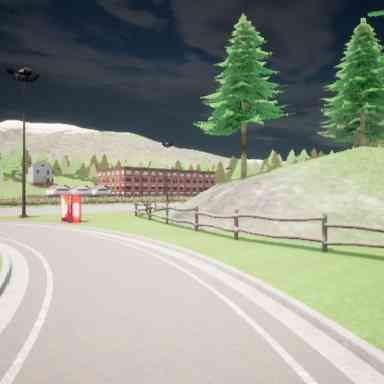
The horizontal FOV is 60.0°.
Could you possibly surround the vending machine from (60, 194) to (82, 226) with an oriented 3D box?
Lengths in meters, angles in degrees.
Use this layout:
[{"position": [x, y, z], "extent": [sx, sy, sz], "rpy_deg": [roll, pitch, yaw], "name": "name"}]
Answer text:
[{"position": [-8.226, 1.175, 22.632], "extent": [0.880, 2.100, 1.100], "rpy_deg": [0, 0, 34], "name": "vending machine"}]
